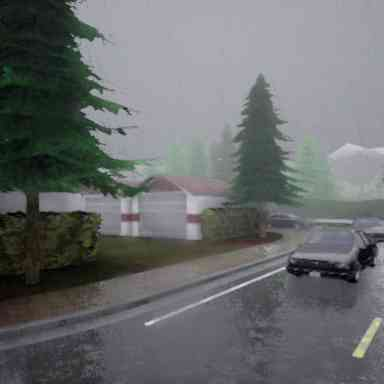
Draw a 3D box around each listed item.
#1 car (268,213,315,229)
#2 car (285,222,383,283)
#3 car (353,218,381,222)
[{"bbox_3d":[8.653,2.668,30.101,1.837,1.490,4.892,2,-3,-42],"label":"car"},{"bbox_3d":[5.003,1.966,11.330,2.033,1.411,5.357,-2,-3,37],"label":"car"},{"bbox_3d":[10.521,2.258,19.910,2.033,1.411,5.357,-2,-3,22],"label":"car"}]
